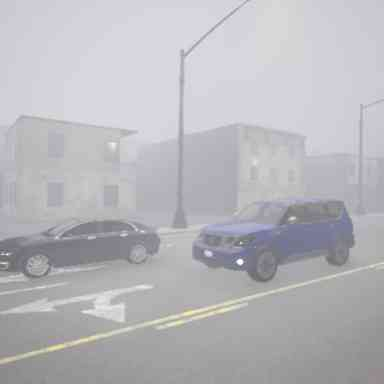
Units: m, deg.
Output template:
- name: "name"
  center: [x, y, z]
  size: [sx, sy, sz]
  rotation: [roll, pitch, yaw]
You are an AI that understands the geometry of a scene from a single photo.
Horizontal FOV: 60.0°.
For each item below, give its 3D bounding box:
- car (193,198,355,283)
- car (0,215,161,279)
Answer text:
- name: "car"
  center: [2.688, 1.225, 10.099]
  size: [5.566, 2.045, 2.150]
  rotation: [0, 0, -35]
- name: "car"
  center: [-3.304, 1.507, 10.187]
  size: [4.892, 1.490, 1.837]
  rotation: [1, 0, -35]
